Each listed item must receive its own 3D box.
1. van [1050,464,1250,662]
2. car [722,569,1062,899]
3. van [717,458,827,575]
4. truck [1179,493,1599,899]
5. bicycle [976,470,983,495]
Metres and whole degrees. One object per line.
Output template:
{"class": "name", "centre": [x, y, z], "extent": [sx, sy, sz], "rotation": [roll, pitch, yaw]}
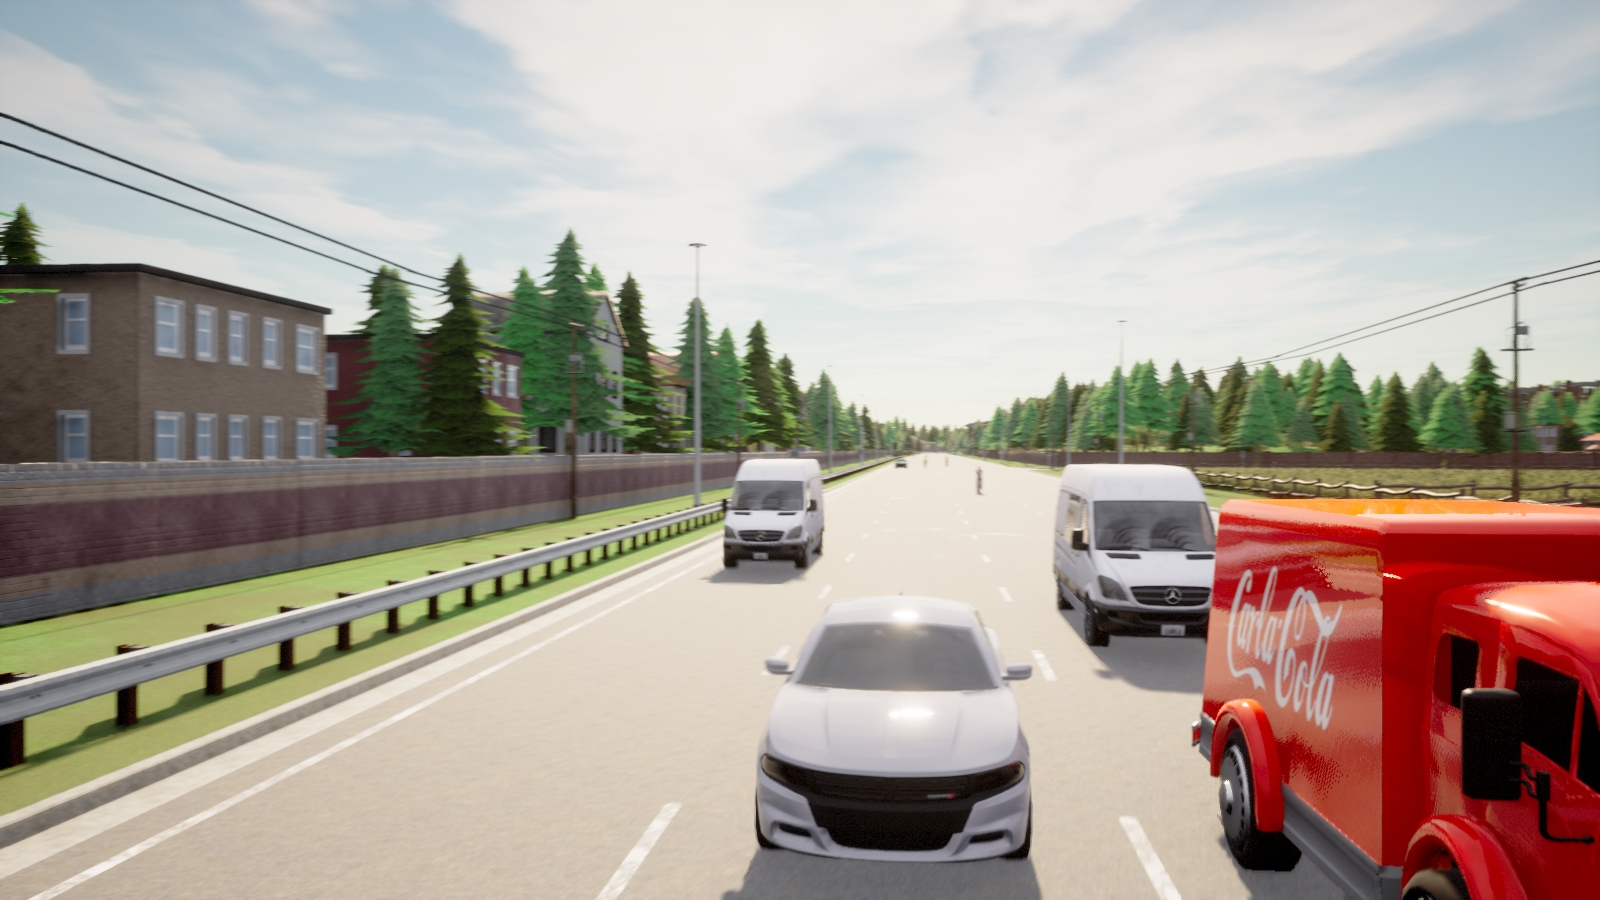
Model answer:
{"class": "van", "centre": [5.303, 1.533, 18.185], "extent": [1.988, 2.561, 5.915], "rotation": [0, 0, 6]}
{"class": "car", "centre": [0.827, 2.030, 9.552], "extent": [2.097, 1.535, 5.006], "rotation": [0, 0, 6]}
{"class": "van", "centre": [-0.571, 1.519, 28.718], "extent": [1.988, 2.561, 5.915], "rotation": [0, 0, 6]}
{"class": "truck", "centre": [4.030, 1.573, 6.387], "extent": [2.627, 2.467, 5.204], "rotation": [0, 0, 7]}
{"class": "bicycle", "centre": [11.236, 2.038, 71.583], "extent": [0.373, 1.496, 1.643], "rotation": [0, 0, 6]}
